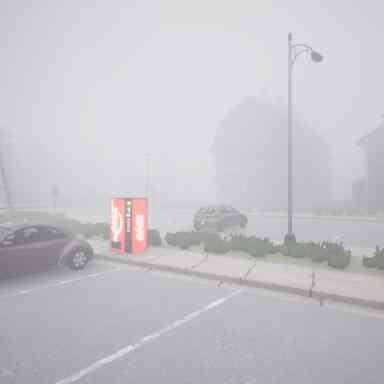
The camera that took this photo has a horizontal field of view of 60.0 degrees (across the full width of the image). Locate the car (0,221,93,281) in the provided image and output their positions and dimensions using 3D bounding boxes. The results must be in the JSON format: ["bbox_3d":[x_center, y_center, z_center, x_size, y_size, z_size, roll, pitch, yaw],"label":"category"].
[{"bbox_3d":[-4.678,1.521,8.913,1.784,1.438,3.905,0,0,36],"label":"car"}]

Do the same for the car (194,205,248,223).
[{"bbox_3d":[1.793,1.506,20.096,1.816,1.474,4.193,0,0,36],"label":"car"}]

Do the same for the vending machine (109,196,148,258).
[{"bbox_3d":[-2.267,1.195,11.933,0.880,2.100,1.100,0,0,35],"label":"vending machine"}]
